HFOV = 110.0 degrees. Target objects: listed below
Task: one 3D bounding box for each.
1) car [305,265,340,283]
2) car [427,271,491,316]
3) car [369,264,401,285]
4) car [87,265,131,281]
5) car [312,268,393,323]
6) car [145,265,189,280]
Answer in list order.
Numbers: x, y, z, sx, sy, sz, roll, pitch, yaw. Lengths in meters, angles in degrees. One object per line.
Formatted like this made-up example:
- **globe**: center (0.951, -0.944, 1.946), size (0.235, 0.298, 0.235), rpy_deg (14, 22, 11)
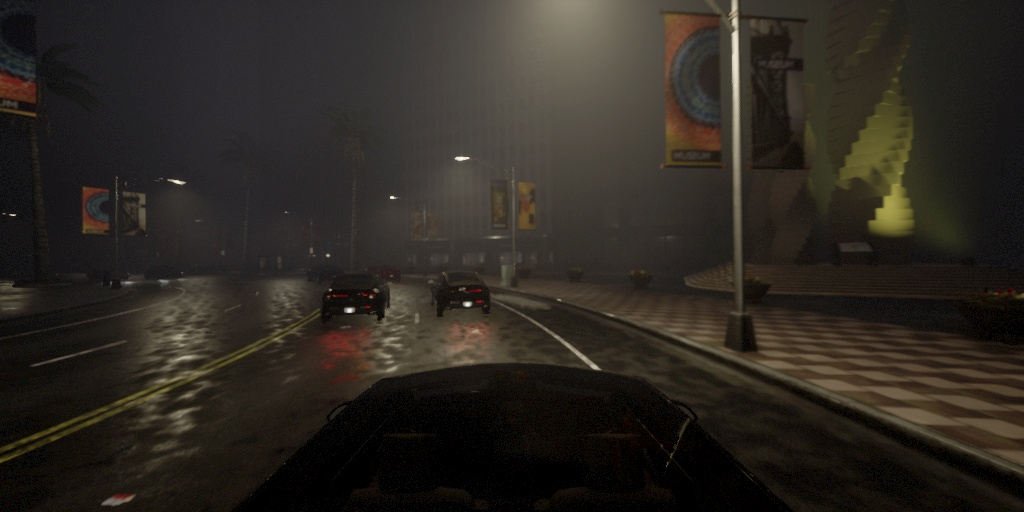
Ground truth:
- **car**: center (-15.581, 1.479, 29.784), size (1.882, 1.535, 5.008), rpy_deg (0, -1, -44)
- **car**: center (-2.106, 1.317, 13.874), size (1.837, 1.490, 4.892), rpy_deg (0, 0, -16)
- **car**: center (-10.970, 1.432, 29.882), size (1.882, 1.535, 5.008), rpy_deg (0, 0, -40)
- **car**: center (-41.362, 1.888, 36.801), size (4.718, 1.301, 1.895), rpy_deg (-1, 0, 25)
- **car**: center (-5.414, 1.347, 12.797), size (1.837, 1.490, 4.892), rpy_deg (0, 0, -16)
- **car**: center (-37.914, 1.766, 39.072), size (4.892, 1.490, 1.837), rpy_deg (-1, 0, 25)
